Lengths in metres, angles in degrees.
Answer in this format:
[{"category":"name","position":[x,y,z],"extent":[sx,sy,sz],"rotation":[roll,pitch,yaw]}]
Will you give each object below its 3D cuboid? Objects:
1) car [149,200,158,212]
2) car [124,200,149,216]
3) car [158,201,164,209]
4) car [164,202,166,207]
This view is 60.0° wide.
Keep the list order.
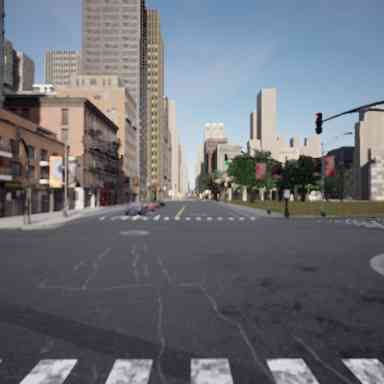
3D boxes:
[{"category":"car","position":[-6.563,1.926,48.321],"extent":[2.097,1.767,4.553],"rotation":[0,-1,0]},{"category":"car","position":[-6.593,1.998,39.267],"extent":[1.812,1.442,4.674],"rotation":[0,-1,0]},{"category":"car","position":[-6.536,2.240,57.369],"extent":[1.994,1.385,4.181],"rotation":[0,-1,0]},{"category":"car","position":[-6.446,2.392,67.499],"extent":[1.895,1.301,4.718],"rotation":[0,-1,0]}]
